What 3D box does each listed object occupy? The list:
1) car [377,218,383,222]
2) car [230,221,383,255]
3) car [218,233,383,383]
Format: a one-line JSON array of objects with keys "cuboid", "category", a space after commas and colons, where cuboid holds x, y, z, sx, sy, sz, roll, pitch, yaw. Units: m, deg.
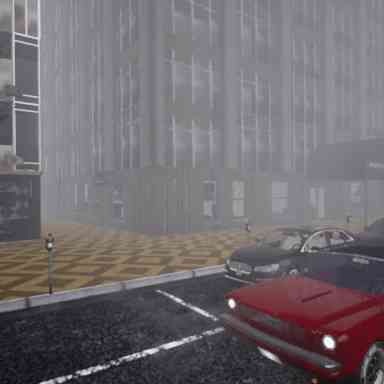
[{"cuboid": [7.417, 1.580, 11.908, 4.313, 1.339, 1.947, 0, -1, -36], "category": "car"}, {"cuboid": [2.800, 1.559, 8.593, 4.403, 1.369, 2.008, 0, -1, -36], "category": "car"}, {"cuboid": [2.700, 1.606, 5.197, 4.718, 1.301, 1.895, 0, 0, -36], "category": "car"}]
